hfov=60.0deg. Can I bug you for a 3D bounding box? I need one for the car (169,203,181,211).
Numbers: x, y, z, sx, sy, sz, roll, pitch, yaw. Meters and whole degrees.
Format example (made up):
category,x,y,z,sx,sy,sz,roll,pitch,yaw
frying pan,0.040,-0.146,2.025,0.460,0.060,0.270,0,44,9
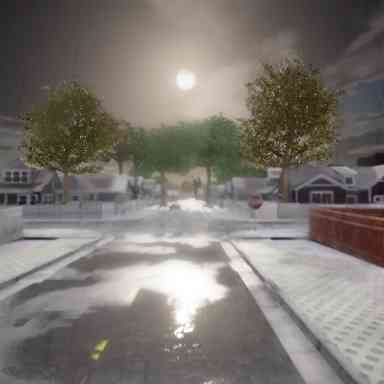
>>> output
category,x,y,z,sx,sy,sz,roll,pitch,yaw
car,-2.746,2.395,55.121,1.895,1.301,4.718,0,-1,0
